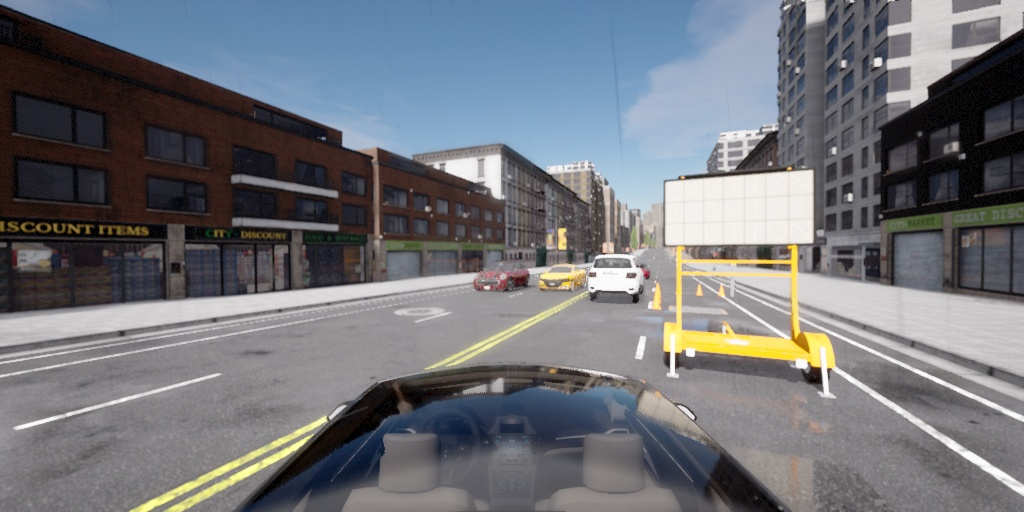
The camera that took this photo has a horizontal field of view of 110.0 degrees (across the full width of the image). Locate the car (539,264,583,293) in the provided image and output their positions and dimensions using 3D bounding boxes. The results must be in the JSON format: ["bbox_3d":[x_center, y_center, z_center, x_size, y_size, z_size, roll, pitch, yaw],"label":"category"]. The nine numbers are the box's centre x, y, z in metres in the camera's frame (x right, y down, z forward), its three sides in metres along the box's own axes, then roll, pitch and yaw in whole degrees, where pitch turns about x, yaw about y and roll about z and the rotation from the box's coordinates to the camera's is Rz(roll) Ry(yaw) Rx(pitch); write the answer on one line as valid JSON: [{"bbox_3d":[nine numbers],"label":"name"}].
[{"bbox_3d":[3.128,1.245,21.560,1.882,1.535,5.008,0,0,23],"label":"car"}]

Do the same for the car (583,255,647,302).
[{"bbox_3d":[5.194,0.984,17.546,2.150,2.045,5.566,0,0,23],"label":"car"}]

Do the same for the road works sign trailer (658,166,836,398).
[{"bbox_3d":[4.167,0.217,6.786,2.380,3.560,2.880,0,0,25],"label":"road works sign trailer"}]

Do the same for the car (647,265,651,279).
[{"bbox_3d":[11.845,1.353,33.568,1.994,1.385,4.181,0,0,23],"label":"car"}]

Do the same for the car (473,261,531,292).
[{"bbox_3d":[-0.486,1.119,21.331,2.097,1.767,4.553,0,0,23],"label":"car"}]

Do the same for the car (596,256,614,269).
[{"bbox_3d":[15.759,1.086,60.361,2.150,2.045,5.566,0,0,23],"label":"car"}]

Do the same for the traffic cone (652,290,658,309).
[{"bbox_3d":[5.545,1.714,13.770,0.340,0.580,0.340,0,0,23],"label":"traffic cone"}]

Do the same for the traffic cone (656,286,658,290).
[{"bbox_3d":[6.311,1.716,15.617,0.340,0.580,0.340,0,0,23],"label":"traffic cone"}]
